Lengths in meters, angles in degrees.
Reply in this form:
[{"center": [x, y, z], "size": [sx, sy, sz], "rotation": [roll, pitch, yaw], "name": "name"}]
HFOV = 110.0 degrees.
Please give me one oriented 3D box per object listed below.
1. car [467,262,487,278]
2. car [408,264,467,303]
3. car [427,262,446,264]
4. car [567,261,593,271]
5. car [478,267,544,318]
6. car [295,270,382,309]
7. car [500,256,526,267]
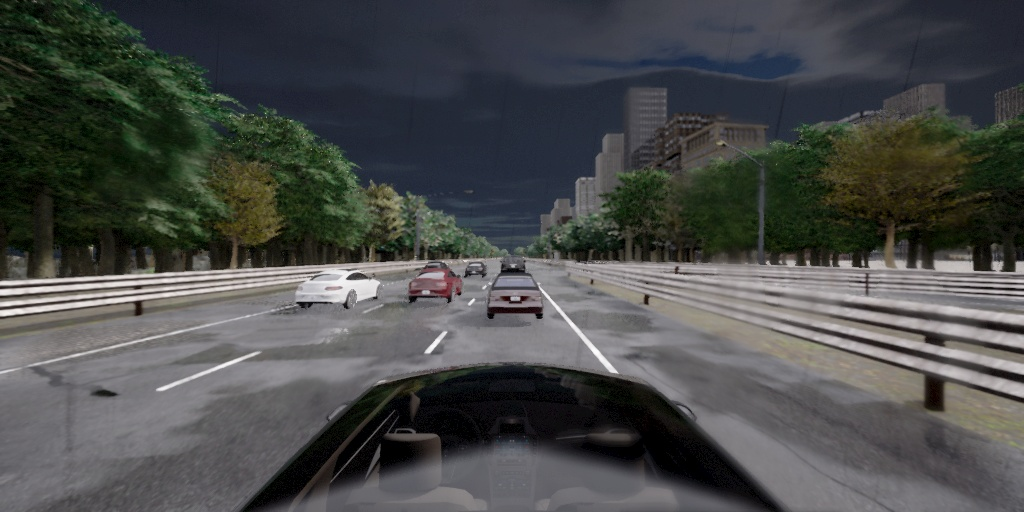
[{"center": [-3.407, 1.283, 34.418], "size": [1.812, 1.442, 4.674], "rotation": [0, 0, 0], "name": "car"}, {"center": [-3.417, 1.277, 16.513], "size": [1.812, 1.442, 4.674], "rotation": [0, 0, 0], "name": "car"}, {"center": [-6.904, 1.261, 33.165], "size": [1.837, 1.490, 4.892], "rotation": [0, 0, 0], "name": "car"}, {"center": [8.649, 1.316, 44.618], "size": [1.837, 1.490, 4.892], "rotation": [-1, 0, -20], "name": "car"}, {"center": [0.098, 1.298, 13.016], "size": [2.033, 1.411, 5.357], "rotation": [0, 0, 0], "name": "car"}, {"center": [-6.905, 1.276, 14.708], "size": [1.812, 1.442, 4.674], "rotation": [0, 0, 0], "name": "car"}, {"center": [0.094, 0.977, 32.585], "size": [2.150, 2.045, 5.566], "rotation": [0, 0, 0], "name": "car"}]
